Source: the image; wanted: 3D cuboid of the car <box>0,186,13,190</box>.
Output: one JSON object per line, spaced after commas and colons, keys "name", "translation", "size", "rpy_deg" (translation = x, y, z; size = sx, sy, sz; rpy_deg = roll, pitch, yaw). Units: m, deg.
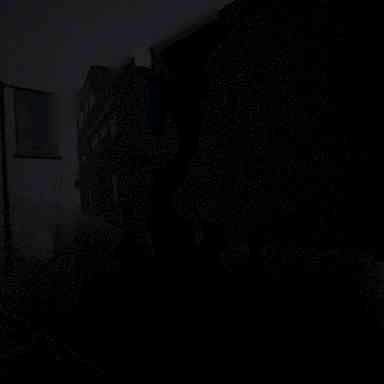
{"name": "car", "translation": [-46.769, -0.717, 80.736], "size": [2.231, 1.521, 4.892], "rpy_deg": [-4, -3, 6]}
